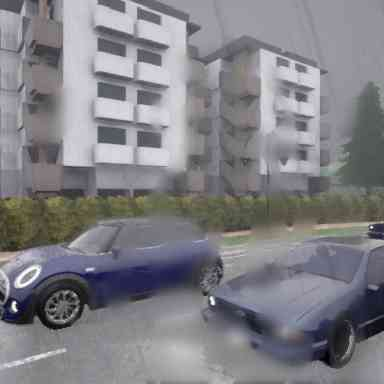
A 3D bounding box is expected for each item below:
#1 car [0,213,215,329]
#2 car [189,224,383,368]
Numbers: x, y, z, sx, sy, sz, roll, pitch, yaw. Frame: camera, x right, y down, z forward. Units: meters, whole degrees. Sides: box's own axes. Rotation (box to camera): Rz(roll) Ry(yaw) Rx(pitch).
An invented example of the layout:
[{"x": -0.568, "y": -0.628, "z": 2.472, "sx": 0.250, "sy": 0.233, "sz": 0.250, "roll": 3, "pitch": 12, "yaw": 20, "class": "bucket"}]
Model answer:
[{"x": -1.549, "y": 1.352, "z": 7.060, "sx": 4.553, "sy": 1.767, "sz": 2.097, "roll": 0, "pitch": 0, "yaw": -35, "class": "car"}, {"x": 2.777, "y": 1.547, "z": 5.929, "sx": 5.357, "sy": 1.411, "sz": 2.033, "roll": 0, "pitch": 0, "yaw": -35, "class": "car"}]
